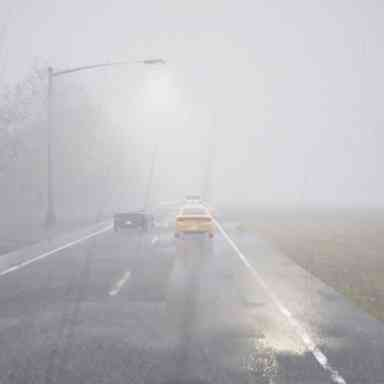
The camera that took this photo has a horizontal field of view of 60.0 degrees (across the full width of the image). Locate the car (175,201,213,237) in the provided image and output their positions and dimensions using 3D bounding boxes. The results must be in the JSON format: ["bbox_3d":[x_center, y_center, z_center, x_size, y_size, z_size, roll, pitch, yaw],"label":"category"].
[{"bbox_3d":[0.109,1.483,17.950,1.882,1.535,5.008,0,0,0],"label":"car"}]

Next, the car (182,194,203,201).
[{"bbox_3d":[0.094,1.234,37.171,2.150,2.045,5.566,0,0,0],"label":"car"}]

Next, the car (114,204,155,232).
[{"bbox_3d":[-3.403,1.484,20.336,1.882,1.535,5.008,0,0,0],"label":"car"}]
